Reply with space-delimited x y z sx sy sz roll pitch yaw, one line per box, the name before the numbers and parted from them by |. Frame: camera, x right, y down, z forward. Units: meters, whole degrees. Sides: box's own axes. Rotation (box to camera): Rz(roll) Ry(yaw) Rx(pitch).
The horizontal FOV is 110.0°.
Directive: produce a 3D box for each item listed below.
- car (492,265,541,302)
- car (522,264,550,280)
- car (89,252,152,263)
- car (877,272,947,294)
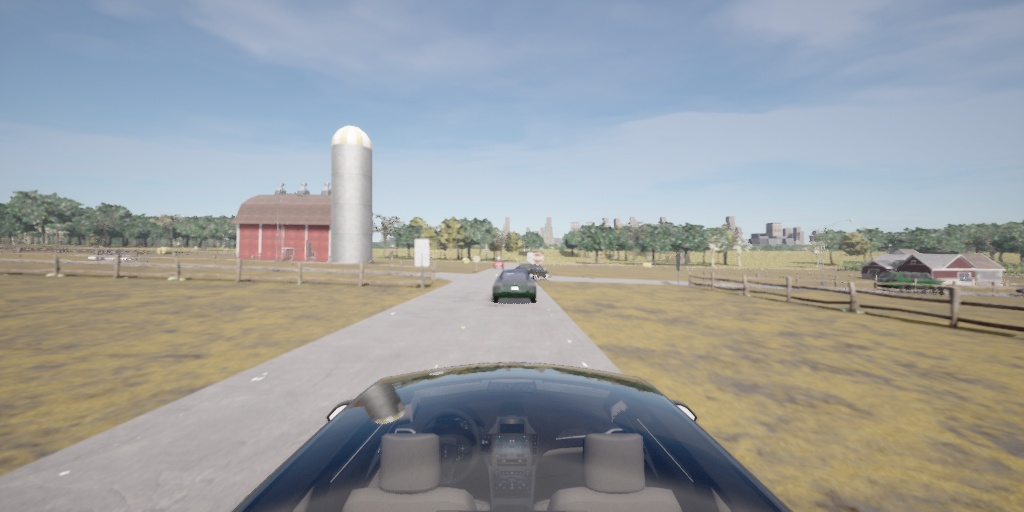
car | 0.098 1.328 17.049 1.994 1.385 4.181 0 0 -1
car | 1.908 1.478 33.118 1.837 1.490 4.892 -2 -3 27
car | -40.052 0.241 36.752 4.718 1.301 1.895 2 0 0
car | 40.852 2.691 36.711 5.566 2.045 2.150 2 0 0
